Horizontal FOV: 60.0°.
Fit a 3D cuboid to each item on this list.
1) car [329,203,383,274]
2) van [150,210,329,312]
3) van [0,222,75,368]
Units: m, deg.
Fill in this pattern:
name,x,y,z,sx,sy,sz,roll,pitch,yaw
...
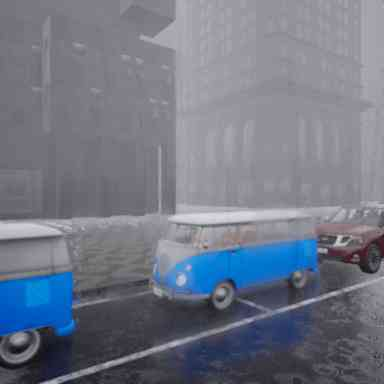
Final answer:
name,x,y,z,sx,sy,sz,roll,pitch,yaw
car,5.701,1.306,10.716,5.009,1.841,2.192,0,0,-36
van,1.079,1.337,7.419,3.998,1.788,1.690,0,0,-36
van,-3.543,1.341,4.122,3.998,1.788,1.690,0,0,-36
